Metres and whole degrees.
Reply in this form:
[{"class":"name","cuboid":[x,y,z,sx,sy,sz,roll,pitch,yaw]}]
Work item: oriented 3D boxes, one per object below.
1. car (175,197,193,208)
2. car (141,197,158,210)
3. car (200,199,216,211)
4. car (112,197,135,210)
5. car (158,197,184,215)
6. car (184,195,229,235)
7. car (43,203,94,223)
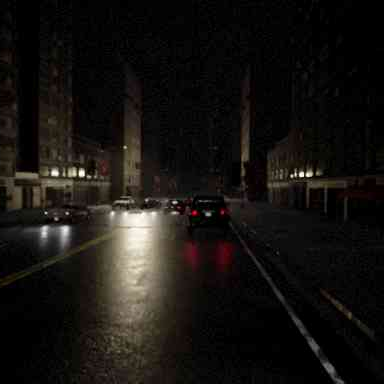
[{"class":"car","cuboid":[-1.032,1.424,46.947,2.033,1.411,5.357,1,0,3]},{"class":"car","cuboid":[-4.710,1.334,38.994,1.994,1.385,4.181,1,0,3]},{"class":"car","cuboid":[1.999,1.527,41.385,1.895,1.301,4.718,1,0,3]},{"class":"car","cuboid":[-7.956,1.271,39.149,1.812,1.442,4.674,1,0,3]},{"class":"car","cuboid":[-1.681,1.458,33.125,2.033,1.411,5.357,1,0,3]},{"class":"car","cuboid":[0.940,1.191,19.028,2.150,2.045,5.566,1,0,3]},{"class":"car","cuboid":[-8.771,1.458,23.972,1.895,1.301,4.718,1,0,3]}]
